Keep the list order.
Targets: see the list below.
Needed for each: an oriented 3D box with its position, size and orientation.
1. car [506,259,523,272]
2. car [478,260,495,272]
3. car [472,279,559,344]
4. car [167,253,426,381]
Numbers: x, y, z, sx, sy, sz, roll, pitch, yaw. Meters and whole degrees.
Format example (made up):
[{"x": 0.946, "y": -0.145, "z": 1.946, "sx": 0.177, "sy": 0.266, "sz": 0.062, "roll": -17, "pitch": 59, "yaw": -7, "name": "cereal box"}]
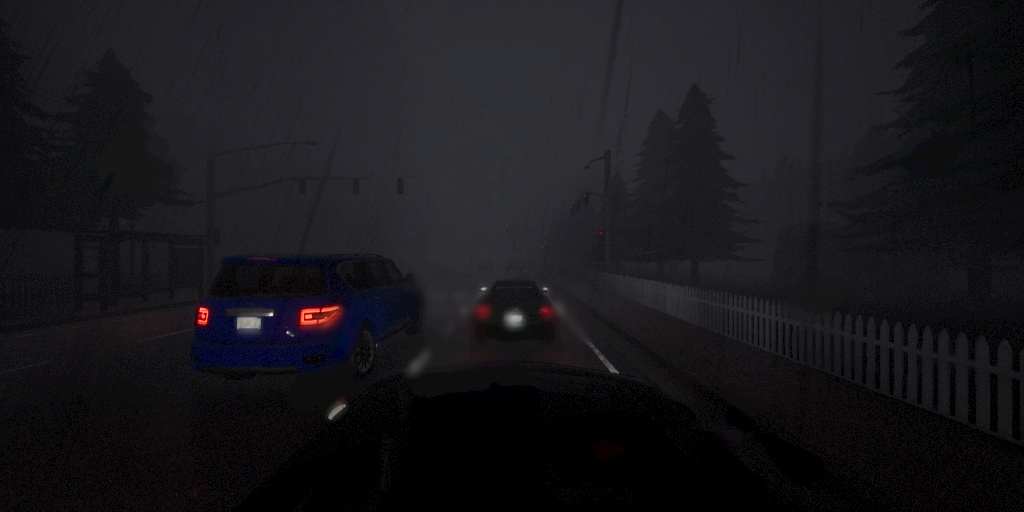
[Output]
[{"x": 0.285, "y": 1.102, "z": 45.578, "sx": 2.097, "sy": 1.767, "sz": 4.553, "roll": 0, "pitch": 0, "yaw": 0, "name": "car"}, {"x": -3.218, "y": 1.242, "z": 45.497, "sx": 2.128, "sy": 1.511, "sz": 4.902, "roll": 0, "pitch": 0, "yaw": 1, "name": "car"}, {"x": 0.090, "y": 1.314, "z": 9.635, "sx": 1.994, "sy": 1.385, "sz": 4.181, "roll": 0, "pitch": 0, "yaw": 1, "name": "car"}, {"x": -3.403, "y": 0.972, "z": 7.356, "sx": 2.150, "sy": 2.045, "sz": 5.566, "roll": 0, "pitch": 0, "yaw": 0, "name": "car"}]
